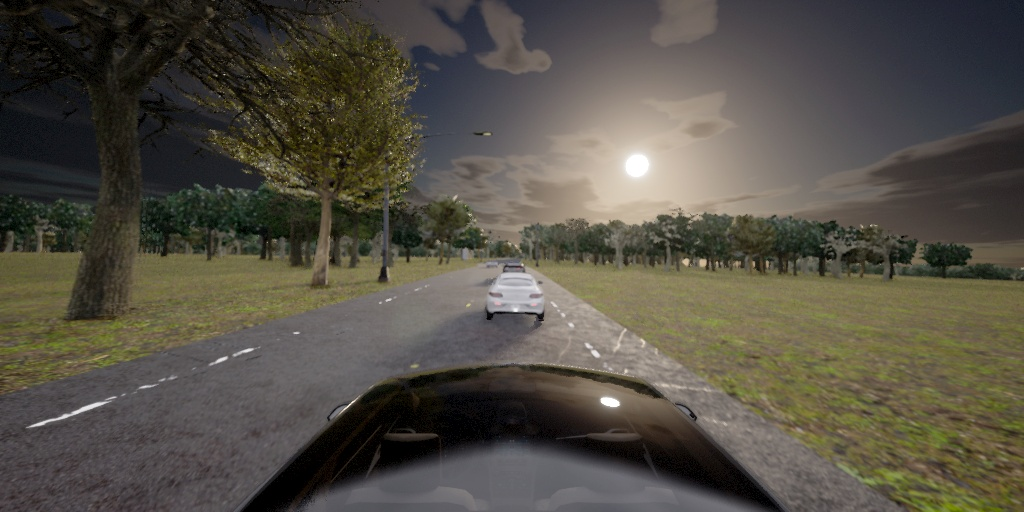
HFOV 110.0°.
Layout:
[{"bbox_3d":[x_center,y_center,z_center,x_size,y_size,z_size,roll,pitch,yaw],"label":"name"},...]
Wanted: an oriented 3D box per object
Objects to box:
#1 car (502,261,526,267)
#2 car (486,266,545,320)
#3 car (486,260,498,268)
[{"bbox_3d":[0.159,1.193,30.318,2.128,1.511,4.902,1,0,0],"label":"car"},{"bbox_3d":[0.123,1.285,12.626,1.812,1.442,4.674,2,0,0],"label":"car"},{"bbox_3d":[-3.428,1.359,61.425,1.895,1.301,4.718,2,-1,1],"label":"car"}]
